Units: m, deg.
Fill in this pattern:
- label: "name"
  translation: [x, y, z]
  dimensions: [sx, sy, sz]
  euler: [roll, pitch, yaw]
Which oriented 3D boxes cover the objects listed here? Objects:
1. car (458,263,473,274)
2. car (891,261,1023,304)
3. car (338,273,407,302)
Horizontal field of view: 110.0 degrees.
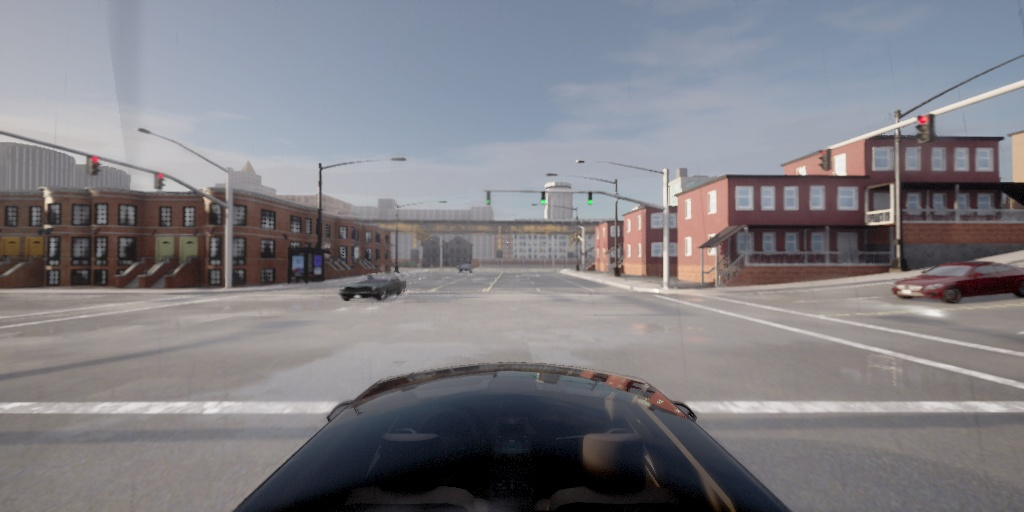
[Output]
- label: "car"
  translation: [-6.958, 1.833, 54.325]
  dimensions: [2.033, 1.411, 5.357]
  euler: [0, -1, 0]
- label: "car"
  translation: [18.224, 0.991, 14.490]
  dimensions: [4.674, 1.442, 1.812]
  euler: [-5, -1, 0]
- label: "car"
  translation: [-7.006, 1.575, 18.504]
  dimensions: [1.895, 1.301, 4.718]
  euler: [0, -1, 0]
